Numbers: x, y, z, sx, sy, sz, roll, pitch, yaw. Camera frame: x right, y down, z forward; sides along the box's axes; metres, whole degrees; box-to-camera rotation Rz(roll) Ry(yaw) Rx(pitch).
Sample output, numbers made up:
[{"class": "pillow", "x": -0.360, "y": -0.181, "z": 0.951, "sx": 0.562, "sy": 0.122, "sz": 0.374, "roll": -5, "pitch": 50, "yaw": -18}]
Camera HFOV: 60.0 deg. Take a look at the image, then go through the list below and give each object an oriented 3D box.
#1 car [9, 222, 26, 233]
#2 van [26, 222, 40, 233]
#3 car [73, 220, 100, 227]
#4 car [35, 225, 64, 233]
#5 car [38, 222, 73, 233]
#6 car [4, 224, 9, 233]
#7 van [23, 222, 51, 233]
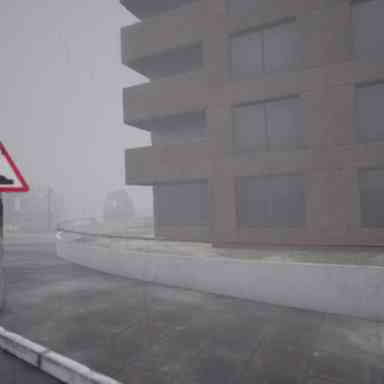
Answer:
[{"class": "car", "x": -32.264, "y": 6.371, "z": 57.569, "sx": 5.366, "sy": 1.575, "sz": 1.946, "roll": -1, "pitch": -6, "yaw": 6}, {"class": "van", "x": -30.639, "y": 6.441, "z": 60.269, "sx": 4.442, "sy": 1.987, "sz": 1.878, "roll": -2, "pitch": -7, "yaw": 6}, {"class": "car", "x": -24.157, "y": 7.906, "z": 73.783, "sx": 5.566, "sy": 2.045, "sz": 2.435, "roll": -1, "pitch": -6, "yaw": 6}, {"class": "car", "x": -28.095, "y": 7.264, "z": 65.653, "sx": 4.892, "sy": 1.521, "sz": 2.231, "roll": -2, "pitch": -6, "yaw": 6}, {"class": "car", "x": -24.790, "y": 6.698, "z": 60.509, "sx": 2.128, "sy": 1.511, "sz": 4.902, "roll": -3, "pitch": -7, "yaw": 26}, {"class": "car", "x": -33.407, "y": 6.112, "z": 54.845, "sx": 4.674, "sy": 1.452, "sz": 2.002, "roll": -1, "pitch": -7, "yaw": 6}, {"class": "van", "x": -29.313, "y": 6.739, "z": 62.976, "sx": 4.442, "sy": 1.987, "sz": 1.878, "roll": -1, "pitch": -7, "yaw": 6}]
